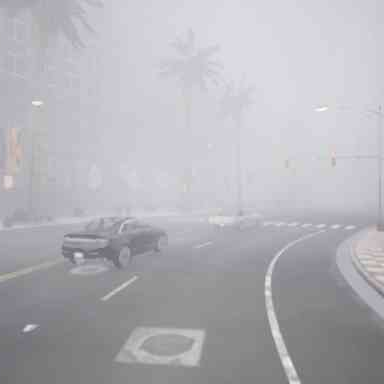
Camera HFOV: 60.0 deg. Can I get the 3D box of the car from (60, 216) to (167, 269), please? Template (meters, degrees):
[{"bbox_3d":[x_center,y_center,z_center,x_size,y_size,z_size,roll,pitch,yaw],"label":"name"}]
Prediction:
[{"bbox_3d":[-2.465,1.608,11.779,2.128,1.511,4.902,0,0,19],"label":"car"}]

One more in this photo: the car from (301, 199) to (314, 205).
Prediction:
[{"bbox_3d":[26.293,2.256,75.423,2.161,1.482,4.786,0,-1,33],"label":"car"}]

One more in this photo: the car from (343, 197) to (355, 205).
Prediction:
[{"bbox_3d":[38.612,2.403,81.697,1.895,1.301,4.718,0,-1,34],"label":"car"}]

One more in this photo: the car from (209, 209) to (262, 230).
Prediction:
[{"bbox_3d":[3.132,1.825,22.808,1.895,1.301,4.718,0,-1,34],"label":"car"}]

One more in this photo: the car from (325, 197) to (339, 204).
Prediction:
[{"bbox_3d":[35.705,2.303,83.647,1.882,1.535,5.008,0,-1,34],"label":"car"}]
